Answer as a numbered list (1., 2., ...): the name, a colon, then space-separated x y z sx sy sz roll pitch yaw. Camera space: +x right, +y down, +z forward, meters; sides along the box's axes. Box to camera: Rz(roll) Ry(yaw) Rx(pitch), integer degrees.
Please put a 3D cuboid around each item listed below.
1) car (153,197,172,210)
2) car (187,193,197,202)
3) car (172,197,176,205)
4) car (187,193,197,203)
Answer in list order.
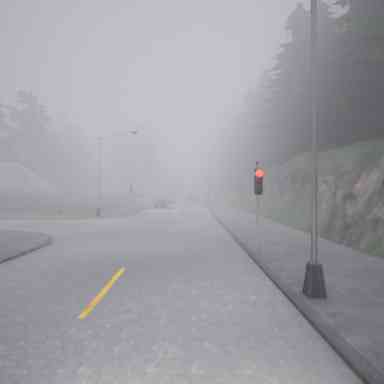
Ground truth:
1. car: -4.091 1.567 44.489 1.837 1.490 4.892 0 0 0
2. car: -0.007 1.220 80.106 2.150 2.045 5.566 0 0 0
3. car: -4.056 1.609 59.841 1.812 1.442 4.674 0 0 1
4. car: -0.006 1.446 70.010 2.097 1.767 4.553 0 0 0
